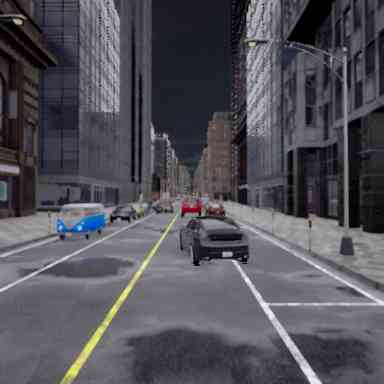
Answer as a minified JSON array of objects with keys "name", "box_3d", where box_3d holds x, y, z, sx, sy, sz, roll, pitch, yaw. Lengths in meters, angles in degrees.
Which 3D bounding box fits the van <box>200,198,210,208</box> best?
[{"name":"van","box_3d":[2.435,2.006,63.050,1.690,1.788,3.998,1,-1,0]}]

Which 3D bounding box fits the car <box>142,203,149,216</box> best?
[{"name":"car","box_3d":[-5.982,1.891,34.731,1.752,1.417,4.829,1,-1,0]}]

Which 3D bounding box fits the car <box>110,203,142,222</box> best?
[{"name":"car","box_3d":[-5.961,1.874,29.276,1.947,1.339,4.313,1,-1,0]}]

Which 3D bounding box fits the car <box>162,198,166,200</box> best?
[{"name":"car","box_3d":[-6.071,2.151,57.397,1.887,1.381,4.507,1,-1,0]}]

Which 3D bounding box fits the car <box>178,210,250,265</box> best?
[{"name":"car","box_3d":[0.670,1.634,12.300,1.837,1.490,4.892,0,-1,-9]}]

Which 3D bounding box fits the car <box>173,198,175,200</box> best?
[{"name":"car","box_3d":[-6.178,2.227,85.521,2.192,1.841,5.009,1,-1,0]}]

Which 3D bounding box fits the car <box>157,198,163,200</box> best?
[{"name":"car","box_3d":[-6.049,2.112,51.773,1.947,1.339,4.313,1,-1,0]}]

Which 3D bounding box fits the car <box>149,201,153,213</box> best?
[{"name":"car","box_3d":[-6.005,1.978,40.525,2.008,1.369,4.403,1,-1,0]}]

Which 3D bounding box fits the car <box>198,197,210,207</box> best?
[{"name":"car","box_3d":[2.413,2.041,68.674,2.192,1.841,5.009,1,-1,0]}]

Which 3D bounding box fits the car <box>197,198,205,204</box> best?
[{"name":"car","box_3d":[2.346,2.351,85.544,1.967,1.590,4.097,1,-1,0]}]

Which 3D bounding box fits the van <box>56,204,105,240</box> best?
[{"name":"van","box_3d":[-5.915,1.532,18.030,1.690,1.788,3.998,1,-1,0]}]

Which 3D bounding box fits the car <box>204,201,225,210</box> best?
[{"name":"car","box_3d":[2.543,1.911,34.927,1.887,1.381,4.507,1,-1,0]}]

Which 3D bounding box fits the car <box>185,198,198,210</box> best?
[{"name":"car","box_3d":[-0.112,1.927,54.594,2.097,1.767,4.553,0,-1,0]}]

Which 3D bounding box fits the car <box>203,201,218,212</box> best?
[{"name":"car","box_3d":[2.499,2.030,46.176,1.887,1.381,4.507,1,-1,0]}]

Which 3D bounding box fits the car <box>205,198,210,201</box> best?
[{"name":"car","box_3d":[2.522,1.866,40.553,1.967,1.590,4.097,1,-1,0]}]

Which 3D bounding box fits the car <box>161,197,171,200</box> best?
[{"name":"car","box_3d":[-6.112,2.043,68.648,2.192,1.841,5.009,1,-1,0]}]

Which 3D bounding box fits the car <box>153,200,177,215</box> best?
[{"name":"car","box_3d":[-3.238,1.988,40.319,1.994,1.385,4.181,0,-1,0]}]

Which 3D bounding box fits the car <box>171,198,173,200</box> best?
[{"name":"car","box_3d":[-6.158,2.395,79.894,1.887,1.381,4.507,1,-1,0]}]

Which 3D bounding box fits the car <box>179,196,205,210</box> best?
[{"name":"car","box_3d":[-0.041,1.610,36.888,2.150,2.045,5.566,0,-1,0]}]
